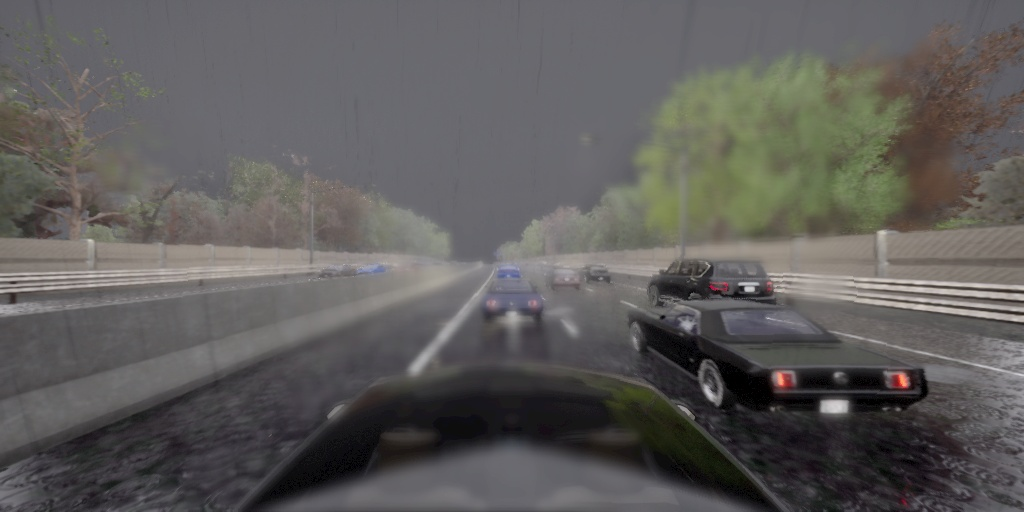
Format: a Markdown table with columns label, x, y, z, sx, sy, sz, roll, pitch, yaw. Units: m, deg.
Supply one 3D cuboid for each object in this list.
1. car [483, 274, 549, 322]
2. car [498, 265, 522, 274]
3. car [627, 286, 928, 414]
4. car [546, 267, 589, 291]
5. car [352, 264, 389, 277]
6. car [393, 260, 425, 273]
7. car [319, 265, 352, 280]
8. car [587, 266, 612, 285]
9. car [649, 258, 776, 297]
| label | x | y | z | sx | sy | sz | roll | pitch | yaw |
| --- | --- | --- | --- | --- | --- | --- | --- | --- | --- |
| car | 0.046 | 1.476 | 12.793 | 1.895 | 1.301 | 4.718 | 0 | -1 | 0 |
| car | -0.169 | 1.560 | 31.212 | 1.882 | 1.535 | 5.008 | 0 | -1 | -1 |
| car | 3.554 | 1.400 | 6.152 | 1.895 | 1.301 | 4.718 | 0 | -1 | 0 |
| car | 3.426 | 1.551 | 24.196 | 2.033 | 1.411 | 5.357 | 0 | -1 | -1 |
| car | -14.478 | 1.631 | 37.588 | 1.882 | 1.535 | 5.008 | 0 | -1 | -1 |
| car | -10.983 | 1.509 | 37.877 | 2.097 | 1.767 | 4.553 | 0 | -1 | -1 |
| car | -17.971 | 1.681 | 37.447 | 2.033 | 1.411 | 5.357 | 1 | 0 | -1 |
| car | 6.853 | 1.571 | 29.787 | 1.837 | 1.490 | 4.892 | 0 | -1 | -1 |
| car | 7.044 | 1.102 | 13.329 | 2.150 | 2.045 | 5.566 | 0 | 0 | 0 |
